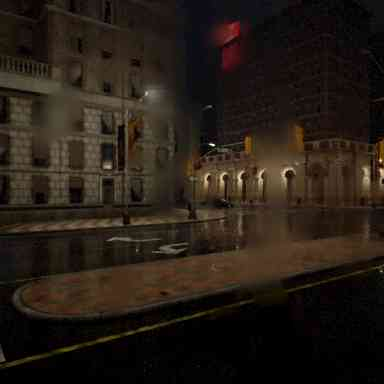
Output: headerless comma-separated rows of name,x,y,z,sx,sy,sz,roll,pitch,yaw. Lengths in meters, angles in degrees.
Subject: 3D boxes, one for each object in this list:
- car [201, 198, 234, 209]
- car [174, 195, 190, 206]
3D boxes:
car,3.454,1.547,46.941,2.033,1.411,5.357,0,0,-36
car,-2.114,1.526,54.796,1.812,1.442,4.674,0,0,-35
